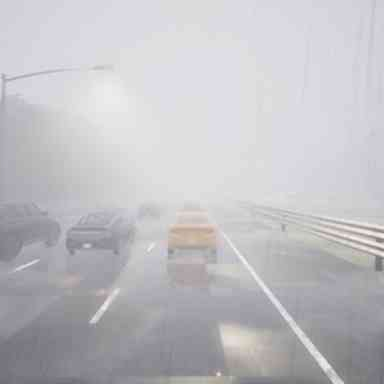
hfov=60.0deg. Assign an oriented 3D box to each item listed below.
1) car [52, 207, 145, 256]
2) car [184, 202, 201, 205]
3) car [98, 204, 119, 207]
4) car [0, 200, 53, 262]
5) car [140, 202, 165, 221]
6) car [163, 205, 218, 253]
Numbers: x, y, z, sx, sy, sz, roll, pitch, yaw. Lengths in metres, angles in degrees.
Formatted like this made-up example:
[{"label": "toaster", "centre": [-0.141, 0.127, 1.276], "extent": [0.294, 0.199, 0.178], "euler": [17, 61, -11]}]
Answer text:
[{"label": "car", "centre": [-3.474, 1.584, 13.513], "extent": [2.128, 1.511, 4.902], "euler": [0, 0, 1]}, {"label": "car", "centre": [0.028, 1.588, 28.490], "extent": [1.837, 1.490, 4.892], "euler": [0, 1, 1]}, {"label": "car", "centre": [-6.975, 1.682, 28.236], "extent": [1.895, 1.301, 4.718], "euler": [0, 0, 0]}, {"label": "car", "centre": [-6.985, 1.313, 12.590], "extent": [2.150, 2.045, 5.566], "euler": [0, 0, 0]}, {"label": "car", "centre": [-3.472, 1.588, 28.485], "extent": [1.837, 1.490, 4.892], "euler": [0, 1, 1]}, {"label": "car", "centre": [0.034, 1.570, 14.258], "extent": [1.882, 1.535, 5.008], "euler": [0, 0, 1]}]
